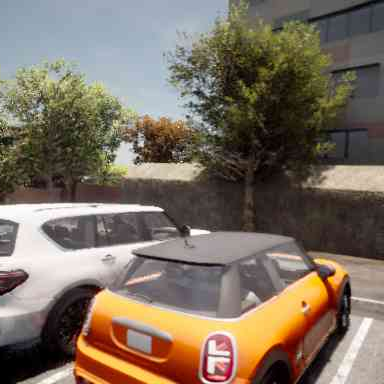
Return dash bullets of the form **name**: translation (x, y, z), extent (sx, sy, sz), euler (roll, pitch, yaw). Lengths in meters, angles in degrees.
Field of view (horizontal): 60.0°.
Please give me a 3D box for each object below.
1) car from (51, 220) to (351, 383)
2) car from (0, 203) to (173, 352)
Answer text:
- **car**: translation (0.761, 1.351, 4.703), extent (2.185, 1.767, 4.553), euler (0, 0, 36)
- **car**: translation (-1.478, 1.222, 6.376), extent (2.435, 2.045, 5.566), euler (0, 0, 36)
